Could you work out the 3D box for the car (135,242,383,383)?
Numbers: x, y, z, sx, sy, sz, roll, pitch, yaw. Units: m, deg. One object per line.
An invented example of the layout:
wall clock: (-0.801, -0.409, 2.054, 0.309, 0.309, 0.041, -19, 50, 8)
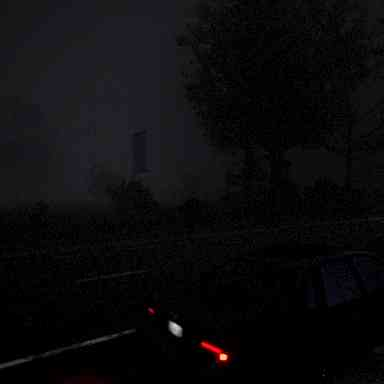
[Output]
car: (1.878, 1.517, 5.035, 5.357, 1.411, 2.033, 0, 0, -35)
